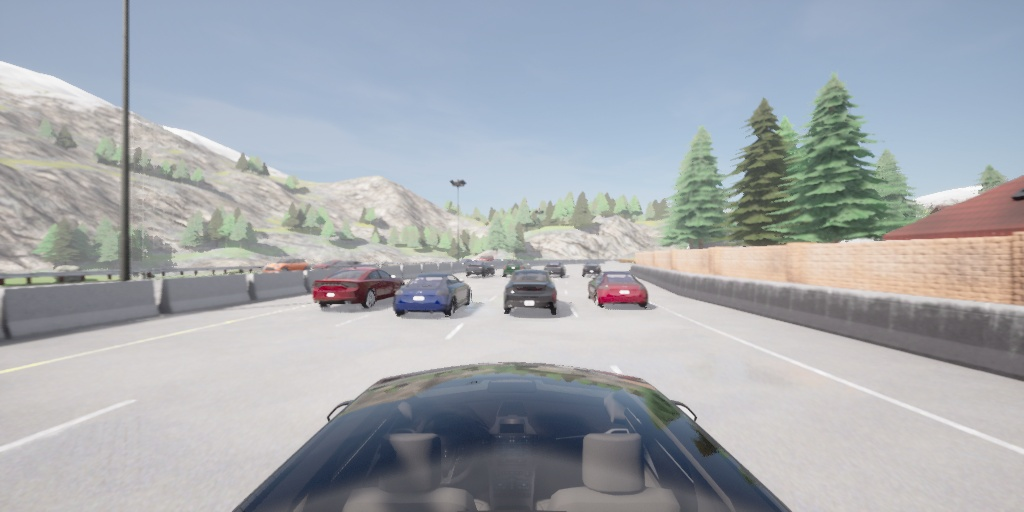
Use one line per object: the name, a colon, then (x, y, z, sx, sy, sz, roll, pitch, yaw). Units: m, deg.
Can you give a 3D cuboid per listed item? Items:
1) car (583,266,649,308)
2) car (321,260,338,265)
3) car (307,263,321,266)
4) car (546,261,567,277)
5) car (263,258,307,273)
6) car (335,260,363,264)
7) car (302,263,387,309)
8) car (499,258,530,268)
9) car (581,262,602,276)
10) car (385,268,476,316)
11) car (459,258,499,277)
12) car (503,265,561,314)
car: (4.427, 1.330, 15.507, 1.994, 1.385, 4.181, 0, 0, 6)
car: (-17.013, 1.222, 37.283, 1.837, 1.490, 4.892, 0, 0, 13)
car: (-19.954, 1.186, 40.123, 1.882, 1.535, 5.008, 0, 0, 13)
car: (4.272, 1.263, 35.341, 2.128, 1.511, 4.902, 0, 0, 13)
car: (-23.955, 1.049, 38.270, 2.097, 1.767, 4.553, 0, 0, 13)
car: (-14.139, 1.323, 34.129, 1.895, 1.301, 4.718, 0, 0, 12)
car: (-6.166, 1.215, 15.074, 1.882, 1.535, 5.008, 0, 0, 5)
car: (0.586, 1.113, 34.902, 2.097, 1.767, 4.553, 0, 0, 13)
car: (8.175, 1.308, 36.592, 1.812, 1.442, 4.674, 0, 0, 14)
car: (-2.792, 1.310, 13.361, 1.994, 1.385, 4.181, 0, 0, 5)
car: (-3.009, 1.243, 34.934, 2.128, 1.511, 4.902, 0, 0, 12)
car: (0.755, 1.260, 13.905, 1.837, 1.490, 4.892, 0, 0, 5)
